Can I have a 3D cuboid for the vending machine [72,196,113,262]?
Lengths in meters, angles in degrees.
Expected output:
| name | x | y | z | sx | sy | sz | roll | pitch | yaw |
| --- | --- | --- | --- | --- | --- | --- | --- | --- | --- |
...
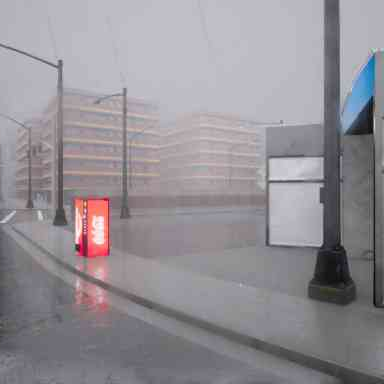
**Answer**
| name | x | y | z | sx | sy | sz | roll | pitch | yaw |
| --- | --- | --- | --- | --- | --- | --- | --- | --- | --- |
| vending machine | -3.375 | 1.195 | 11.275 | 1.100 | 2.100 | 0.880 | 0 | 0 | -36 |
